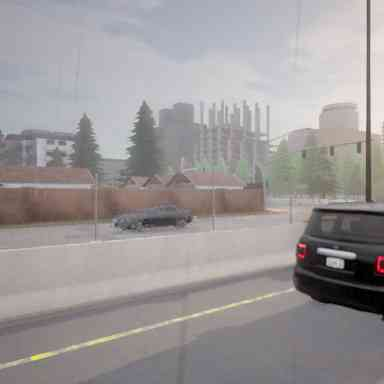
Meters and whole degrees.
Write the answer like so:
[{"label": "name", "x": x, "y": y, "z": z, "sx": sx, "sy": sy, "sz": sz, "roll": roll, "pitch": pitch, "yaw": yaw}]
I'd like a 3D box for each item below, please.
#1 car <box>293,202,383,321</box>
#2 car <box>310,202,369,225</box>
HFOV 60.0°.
[{"label": "car", "x": 4.465, "y": 1.222, "z": 6.910, "sx": 5.566, "sy": 2.045, "sz": 2.150, "roll": 0, "pitch": 0, "yaw": -36}, {"label": "car", "x": 10.995, "y": 1.525, "z": 24.617, "sx": 4.674, "sy": 1.442, "sz": 1.812, "roll": 0, "pitch": 0, "yaw": -35}]
